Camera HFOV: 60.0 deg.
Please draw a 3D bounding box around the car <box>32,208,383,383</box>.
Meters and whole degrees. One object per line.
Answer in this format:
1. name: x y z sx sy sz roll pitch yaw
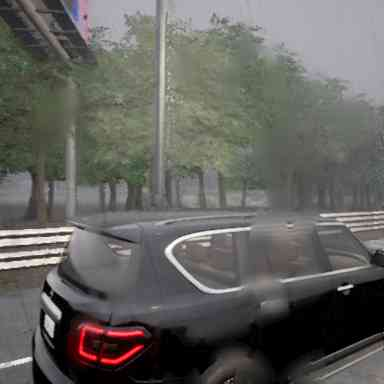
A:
1. car: 0.974 1.241 4.385 5.566 2.045 2.150 0 0 -35
